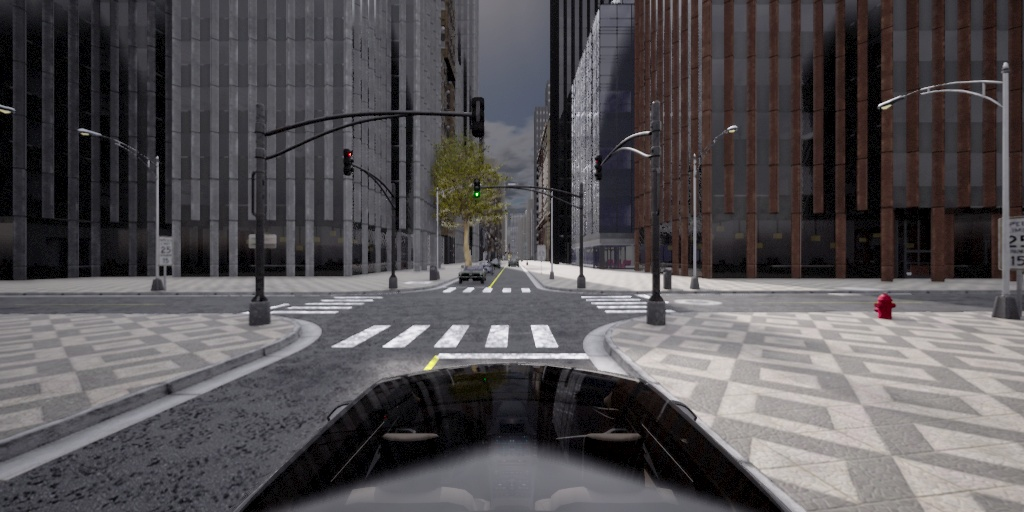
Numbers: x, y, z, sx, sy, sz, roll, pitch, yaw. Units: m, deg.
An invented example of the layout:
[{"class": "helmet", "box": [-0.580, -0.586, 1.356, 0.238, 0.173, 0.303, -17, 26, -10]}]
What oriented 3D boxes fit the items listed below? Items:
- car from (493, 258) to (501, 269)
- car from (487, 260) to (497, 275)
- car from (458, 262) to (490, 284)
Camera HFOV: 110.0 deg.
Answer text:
[{"class": "car", "box": [-2.882, 1.192, 57.317, 2.097, 1.767, 4.553, 0, 0, 1]}, {"class": "car", "box": [-2.985, 1.375, 38.955, 1.994, 1.385, 4.181, 0, 0, 0]}, {"class": "car", "box": [-2.992, 1.394, 27.783, 1.895, 1.301, 4.718, 0, 0, -1]}]
